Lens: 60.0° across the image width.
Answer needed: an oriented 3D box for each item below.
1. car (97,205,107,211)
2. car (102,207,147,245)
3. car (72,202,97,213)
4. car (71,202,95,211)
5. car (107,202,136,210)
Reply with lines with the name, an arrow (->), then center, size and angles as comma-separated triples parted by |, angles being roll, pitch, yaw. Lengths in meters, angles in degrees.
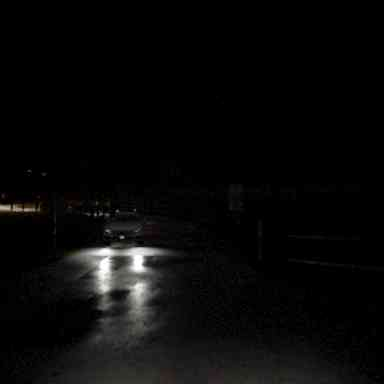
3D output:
car -> -11.149, 2.209, 46.756 | 1.895, 1.301, 4.718 | 0, -1, -37
car -> -3.280, 1.733, 16.960 | 1.812, 1.442, 4.674 | 0, 0, -5
car -> -14.924, 2.150, 47.066 | 2.128, 1.511, 4.902 | 0, -1, -38
car -> -17.802, 2.330, 54.246 | 4.181, 1.385, 1.994 | -1, -1, 42
car -> -6.540, 1.749, 31.872 | 2.097, 1.767, 4.553 | 0, -1, -22
